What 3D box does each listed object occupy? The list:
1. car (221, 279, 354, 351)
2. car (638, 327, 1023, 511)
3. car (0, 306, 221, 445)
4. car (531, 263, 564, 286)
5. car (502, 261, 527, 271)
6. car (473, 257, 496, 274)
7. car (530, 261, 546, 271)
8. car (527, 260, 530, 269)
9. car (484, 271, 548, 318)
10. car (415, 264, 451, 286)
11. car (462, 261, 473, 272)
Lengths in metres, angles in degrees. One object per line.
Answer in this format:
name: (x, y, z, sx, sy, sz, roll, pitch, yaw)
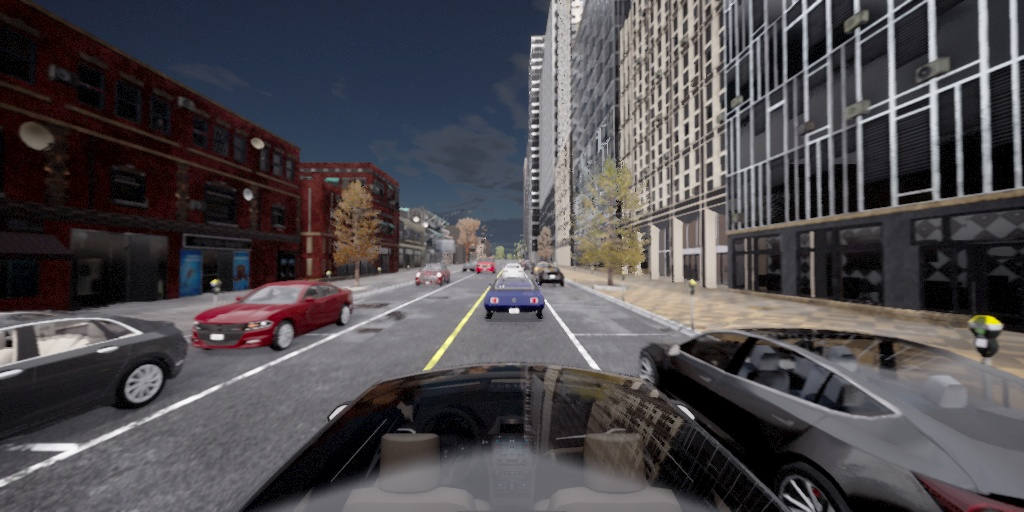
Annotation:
car: (-5.687, 1.323, 9.155, 1.888, 1.381, 4.507, 0, 0, 0)
car: (2.692, 1.322, 3.453, 1.948, 1.339, 4.313, 0, 0, 0)
car: (-5.689, 1.307, 3.512, 2.007, 1.370, 4.403, 0, 0, 0)
car: (2.700, 1.409, 26.029, 1.948, 1.339, 4.313, 0, 0, 0)
car: (0.099, 1.387, 30.926, 1.812, 1.442, 4.674, 0, 0, 0)
car: (-3.079, 1.131, 43.366, 2.150, 2.045, 5.566, 0, 0, 0)
car: (3.162, 1.340, 36.482, 1.801, 1.575, 5.366, 0, 0, 0)
car: (3.160, 1.414, 43.292, 1.837, 1.490, 4.892, 0, 0, 0)
car: (0.084, 1.394, 13.143, 1.895, 1.301, 4.718, 0, 0, 0)
car: (-5.681, 1.283, 26.088, 1.967, 1.591, 4.097, 0, 0, 0)
car: (-5.673, 1.496, 48.663, 1.948, 1.339, 4.313, 0, 0, 0)
